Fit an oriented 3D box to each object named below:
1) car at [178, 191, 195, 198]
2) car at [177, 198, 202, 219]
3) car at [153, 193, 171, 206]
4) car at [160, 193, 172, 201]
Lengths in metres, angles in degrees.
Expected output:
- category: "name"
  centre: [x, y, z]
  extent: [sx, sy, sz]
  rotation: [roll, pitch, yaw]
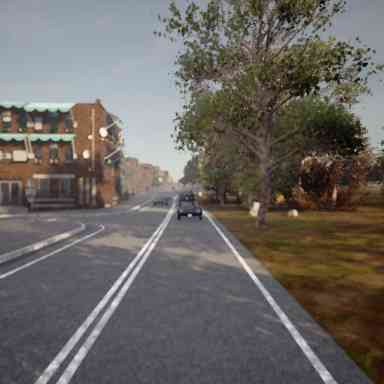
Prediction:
- category: "car"
  centre: [-0.743, 0.836, 44.993]
  extent: [2.150, 2.045, 5.566]
  rotation: [0, 1, -2]
- category: "car"
  centre: [-0.207, 1.410, 26.676]
  extent: [1.895, 1.301, 4.718]
  rotation: [0, 0, -1]
- category: "car"
  centre: [-4.182, 1.177, 44.969]
  extent: [1.994, 1.385, 4.181]
  rotation: [0, 1, -2]
- category: "car"
  centre: [-4.831, 0.873, 61.853]
  extent: [1.994, 1.385, 4.181]
  rotation: [0, 1, -2]
